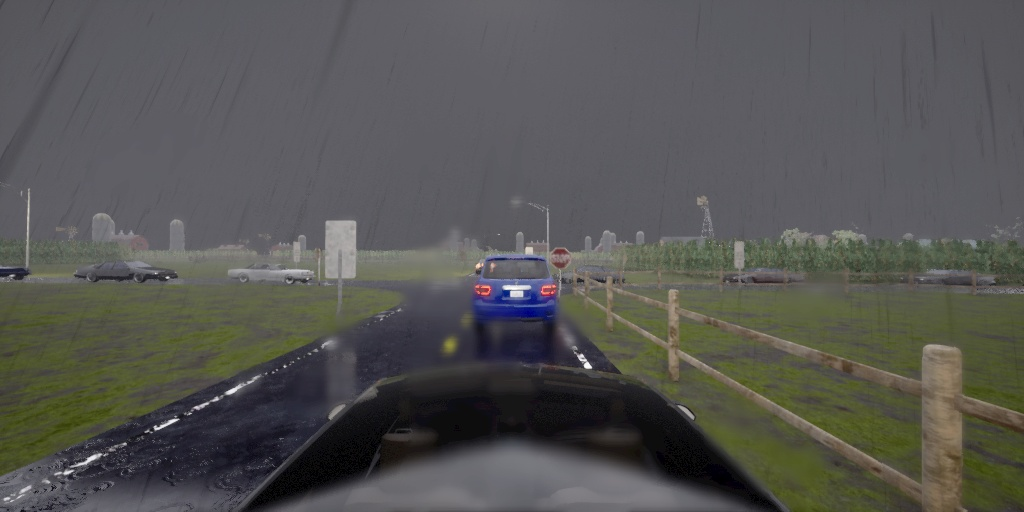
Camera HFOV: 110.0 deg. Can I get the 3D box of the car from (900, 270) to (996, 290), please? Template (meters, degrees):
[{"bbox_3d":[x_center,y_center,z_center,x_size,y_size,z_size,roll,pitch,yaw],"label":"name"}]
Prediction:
[{"bbox_3d":[32.268,1.712,26.613,5.357,1.411,2.033,1,-1,0],"label":"car"}]

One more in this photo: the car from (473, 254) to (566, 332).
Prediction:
[{"bbox_3d":[0.057,0.973,11.010,2.150,2.045,5.566,0,0,-1],"label":"car"}]

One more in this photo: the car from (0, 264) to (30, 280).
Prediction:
[{"bbox_3d":[-35.320,0.968,23.768,4.718,1.301,1.895,1,-1,0],"label":"car"}]

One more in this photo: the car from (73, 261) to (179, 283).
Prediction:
[{"bbox_3d":[-25.476,1.015,23.743,5.357,1.411,2.033,1,-1,0],"label":"car"}]

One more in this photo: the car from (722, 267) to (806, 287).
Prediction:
[{"bbox_3d":[18.626,1.548,26.632,5.357,1.411,2.033,1,-1,0],"label":"car"}]

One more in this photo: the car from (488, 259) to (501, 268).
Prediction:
[{"bbox_3d":[-2.954,1.264,61.219,2.033,1.411,5.357,0,0,0],"label":"car"}]

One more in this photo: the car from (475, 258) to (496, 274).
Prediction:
[{"bbox_3d":[-2.925,1.090,40.656,2.097,1.767,4.553,0,0,0],"label":"car"}]

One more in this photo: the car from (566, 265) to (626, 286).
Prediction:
[{"bbox_3d":[5.398,1.382,25.783,5.357,1.411,2.033,1,-1,-13],"label":"car"}]

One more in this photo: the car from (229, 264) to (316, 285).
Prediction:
[{"bbox_3d":[-15.714,1.172,23.733,4.718,1.301,1.895,1,-1,0],"label":"car"}]
